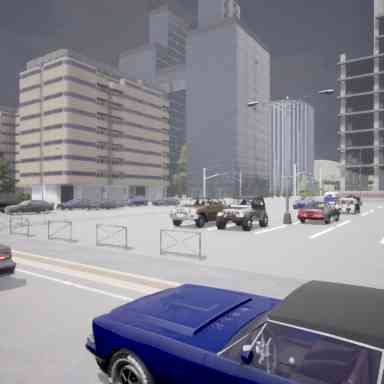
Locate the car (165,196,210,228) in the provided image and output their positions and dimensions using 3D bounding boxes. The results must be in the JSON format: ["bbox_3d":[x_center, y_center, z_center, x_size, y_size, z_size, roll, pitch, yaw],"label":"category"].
[{"bbox_3d":[0.645,1.153,20.945,1.932,1.855,4.605,0,0,34],"label":"car"}]

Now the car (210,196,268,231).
[{"bbox_3d":[3.012,1.156,19.279,1.905,1.878,3.866,0,0,34],"label":"car"}]

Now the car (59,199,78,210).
[{"bbox_3d":[-14.549,1.547,42.539,2.033,1.411,5.357,0,0,34],"label":"car"}]

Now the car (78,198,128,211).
[{"bbox_3d":[-10.981,1.547,41.564,2.033,1.411,5.357,0,0,34],"label":"car"}]

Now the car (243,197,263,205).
[{"bbox_3d":[11.358,1.601,61.948,1.895,1.301,4.718,0,0,35],"label":"car"}]

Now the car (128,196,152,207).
[{"bbox_3d":[-8.870,1.352,50.934,2.097,1.767,4.553,0,0,35],"label":"car"}]

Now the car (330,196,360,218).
[{"bbox_3d":[15.038,1.395,32.232,1.970,1.475,3.806,0,0,34],"label":"car"}]

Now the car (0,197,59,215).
[{"bbox_3d":[-16.312,1.526,33.593,1.812,1.442,4.674,0,0,34],"label":"car"}]

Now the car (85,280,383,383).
[{"bbox_3d":[1.120,1.601,3.191,4.718,1.301,1.895,0,0,35],"label":"car"}]

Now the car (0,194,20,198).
[{"bbox_3d":[-20.259,1.222,34.031,2.150,2.045,5.566,0,0,34],"label":"car"}]

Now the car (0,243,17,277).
[{"bbox_3d":[-6.724,1.547,8.707,5.357,1.411,2.033,0,0,35],"label":"car"}]

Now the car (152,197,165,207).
[{"bbox_3d":[-4.033,1.548,51.886,2.033,1.411,5.357,0,0,34],"label":"car"}]
